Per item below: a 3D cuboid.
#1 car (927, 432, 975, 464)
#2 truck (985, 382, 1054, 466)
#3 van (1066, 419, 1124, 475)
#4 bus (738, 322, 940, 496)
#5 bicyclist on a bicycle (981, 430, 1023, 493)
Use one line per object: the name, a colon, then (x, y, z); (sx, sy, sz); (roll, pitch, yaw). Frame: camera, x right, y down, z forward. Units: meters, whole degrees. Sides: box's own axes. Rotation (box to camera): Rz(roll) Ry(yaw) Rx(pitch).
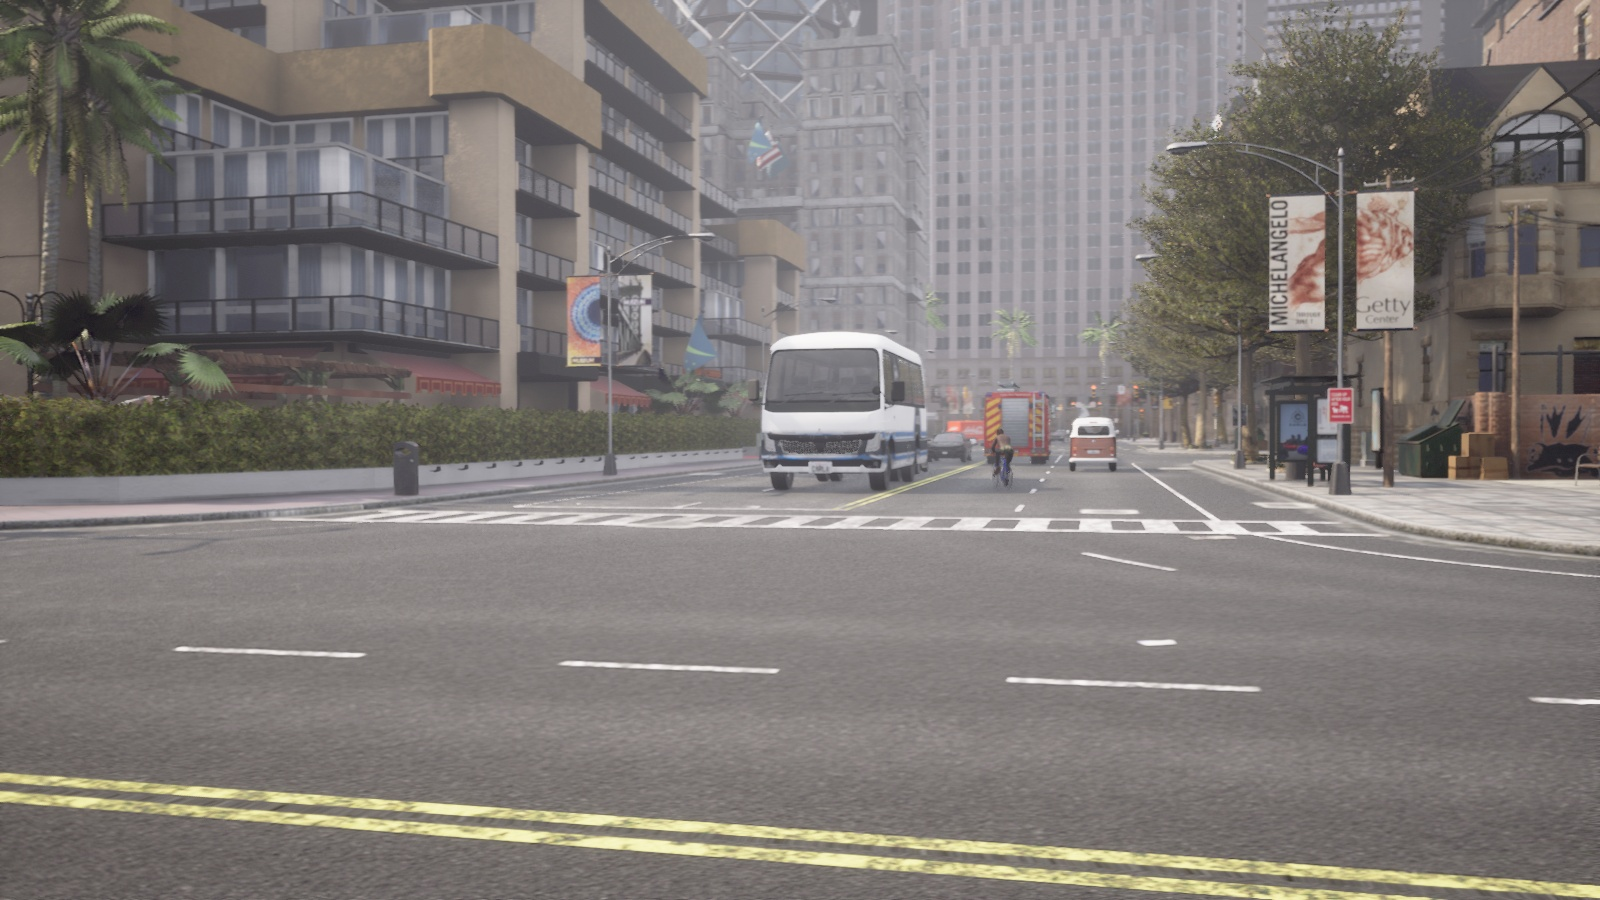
car: (7.623, -0.128, 63.074); (1.882, 1.535, 5.008); (0, 1, 13)
truck: (10.865, -1.233, 61.503); (2.891, 3.827, 8.468); (0, 1, 13)
van: (11.431, -0.148, 48.759); (2.069, 2.038, 4.480); (0, 1, 13)
bus: (1.480, -1.096, 36.157); (3.944, 4.253, 10.273); (0, 1, 12)
bicyclist on a bicycle: (5.381, 0.288, 33.606); (0.582, 1.620, 1.656); (1, 0, -9)
